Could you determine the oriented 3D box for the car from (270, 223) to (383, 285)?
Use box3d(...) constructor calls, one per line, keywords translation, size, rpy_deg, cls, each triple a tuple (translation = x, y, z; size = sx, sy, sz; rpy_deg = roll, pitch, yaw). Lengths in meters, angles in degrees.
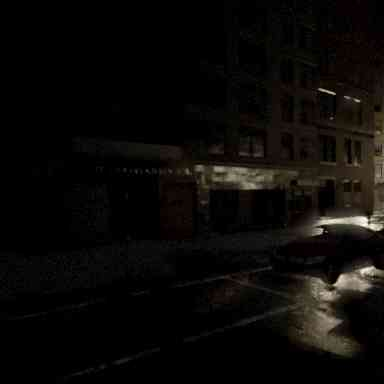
box3d(translation=(4.058, 1.570, 9.421), size=(4.206, 1.307, 1.802), rpy_deg=(0, 0, -35), cls="car")
